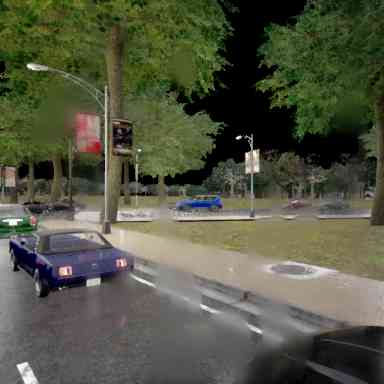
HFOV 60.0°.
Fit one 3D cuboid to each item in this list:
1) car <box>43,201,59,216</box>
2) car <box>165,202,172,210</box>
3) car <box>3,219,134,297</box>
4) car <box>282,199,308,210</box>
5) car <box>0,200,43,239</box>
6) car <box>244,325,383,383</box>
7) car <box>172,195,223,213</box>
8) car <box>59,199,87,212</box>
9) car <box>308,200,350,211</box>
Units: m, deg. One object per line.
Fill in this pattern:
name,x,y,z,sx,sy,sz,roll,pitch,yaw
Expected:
car,-15.983,1.566,32.317,4.892,1.490,1.837,1,-2,-43
car,-0.963,1.645,42.437,4.902,1.511,2.128,0,0,-14
car,-3.419,1.601,8.719,1.895,1.301,4.718,0,0,-38
car,14.877,1.776,46.482,4.674,1.442,1.812,0,0,-14
car,-8.909,1.352,15.837,2.097,1.767,4.553,0,0,-38
car,2.352,1.478,1.244,1.882,1.535,5.008,0,0,-38
car,0.873,1.378,39.554,5.566,2.045,2.150,0,0,-14
car,-14.834,1.578,38.899,4.892,1.490,1.837,0,0,-14
car,18.421,1.760,44.027,4.902,1.511,2.128,0,0,-14
